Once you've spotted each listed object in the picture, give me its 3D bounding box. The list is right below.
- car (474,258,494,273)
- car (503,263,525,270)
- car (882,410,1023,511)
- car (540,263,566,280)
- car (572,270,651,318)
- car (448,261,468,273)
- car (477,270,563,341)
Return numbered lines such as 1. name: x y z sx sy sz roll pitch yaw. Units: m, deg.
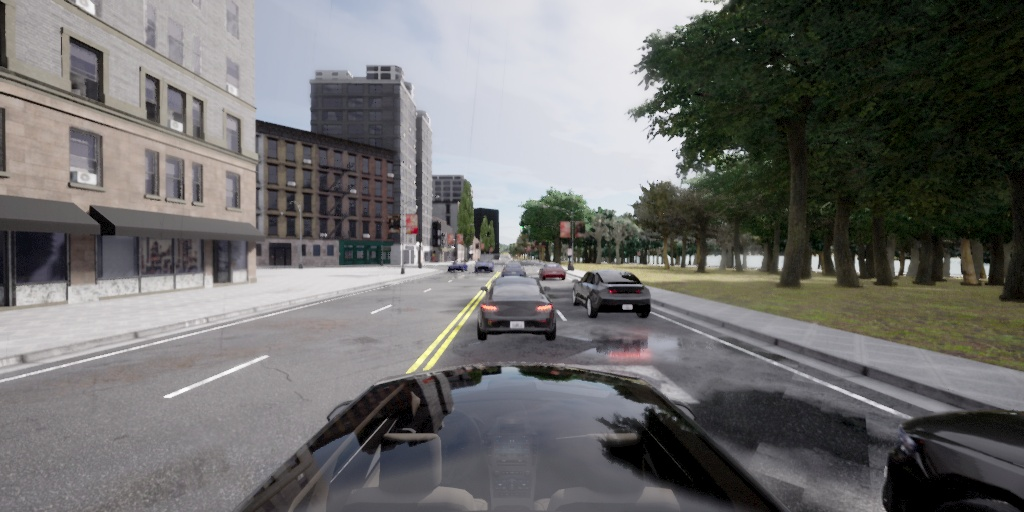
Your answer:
1. car: -3.197 1.056 41.973 2.097 1.767 4.553 0 0 0
2. car: 0.148 1.285 29.692 1.994 1.385 4.181 0 0 0
3. car: 3.346 1.242 0.306 2.128 1.511 4.902 0 0 0
4. car: 3.399 1.284 30.616 1.994 1.385 4.181 0 0 0
5. car: 3.369 1.245 12.859 1.837 1.490 4.892 0 0 0
6. car: -6.433 1.305 42.920 1.895 1.301 4.718 0 0 0
7. car: 0.105 1.269 9.778 1.812 1.442 4.674 0 0 0
